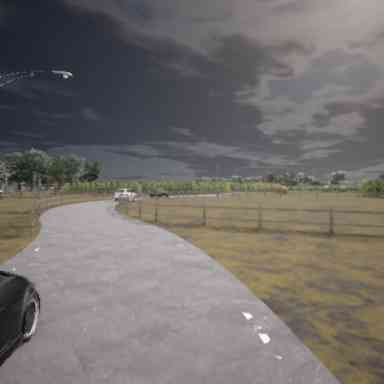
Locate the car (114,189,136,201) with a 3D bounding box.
[{"bbox_3d":[-11.286,0.467,56.295,2.150,2.045,5.566,-1,1,9],"label":"car"}]

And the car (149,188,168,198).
[{"bbox_3d":[-6.970,0.230,71.125,2.150,2.045,5.566,-1,1,27],"label":"car"}]

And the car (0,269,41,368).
[{"bbox_3d":[-3.217,1.576,3.561,1.994,1.385,4.181,0,0,-6],"label":"car"}]
